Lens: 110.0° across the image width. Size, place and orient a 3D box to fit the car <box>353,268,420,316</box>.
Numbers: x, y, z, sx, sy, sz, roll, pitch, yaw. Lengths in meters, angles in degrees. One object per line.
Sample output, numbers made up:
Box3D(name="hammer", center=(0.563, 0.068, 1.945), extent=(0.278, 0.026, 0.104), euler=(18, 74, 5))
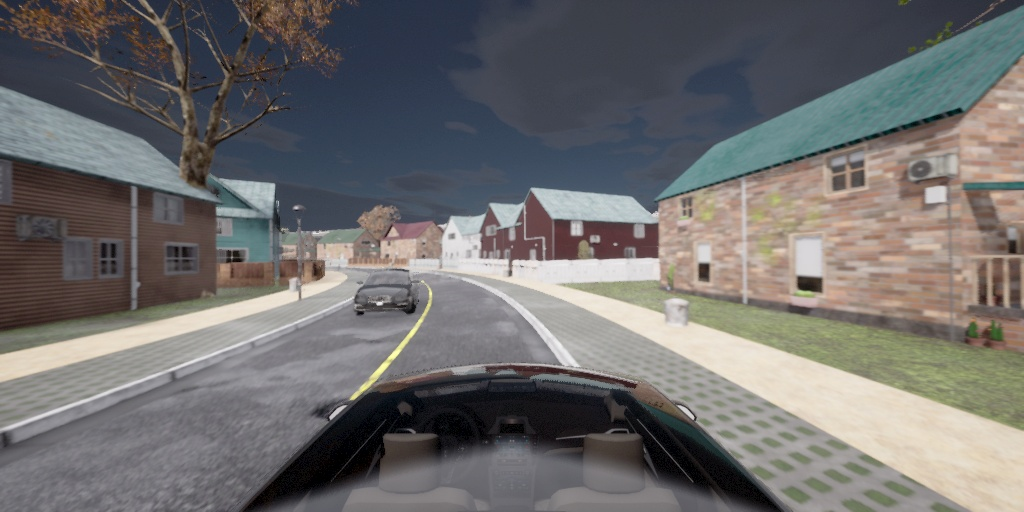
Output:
Box3D(name="car", center=(-4.547, 1.242, 13.543), extent=(1.837, 1.490, 4.892), euler=(-1, 0, -10))
